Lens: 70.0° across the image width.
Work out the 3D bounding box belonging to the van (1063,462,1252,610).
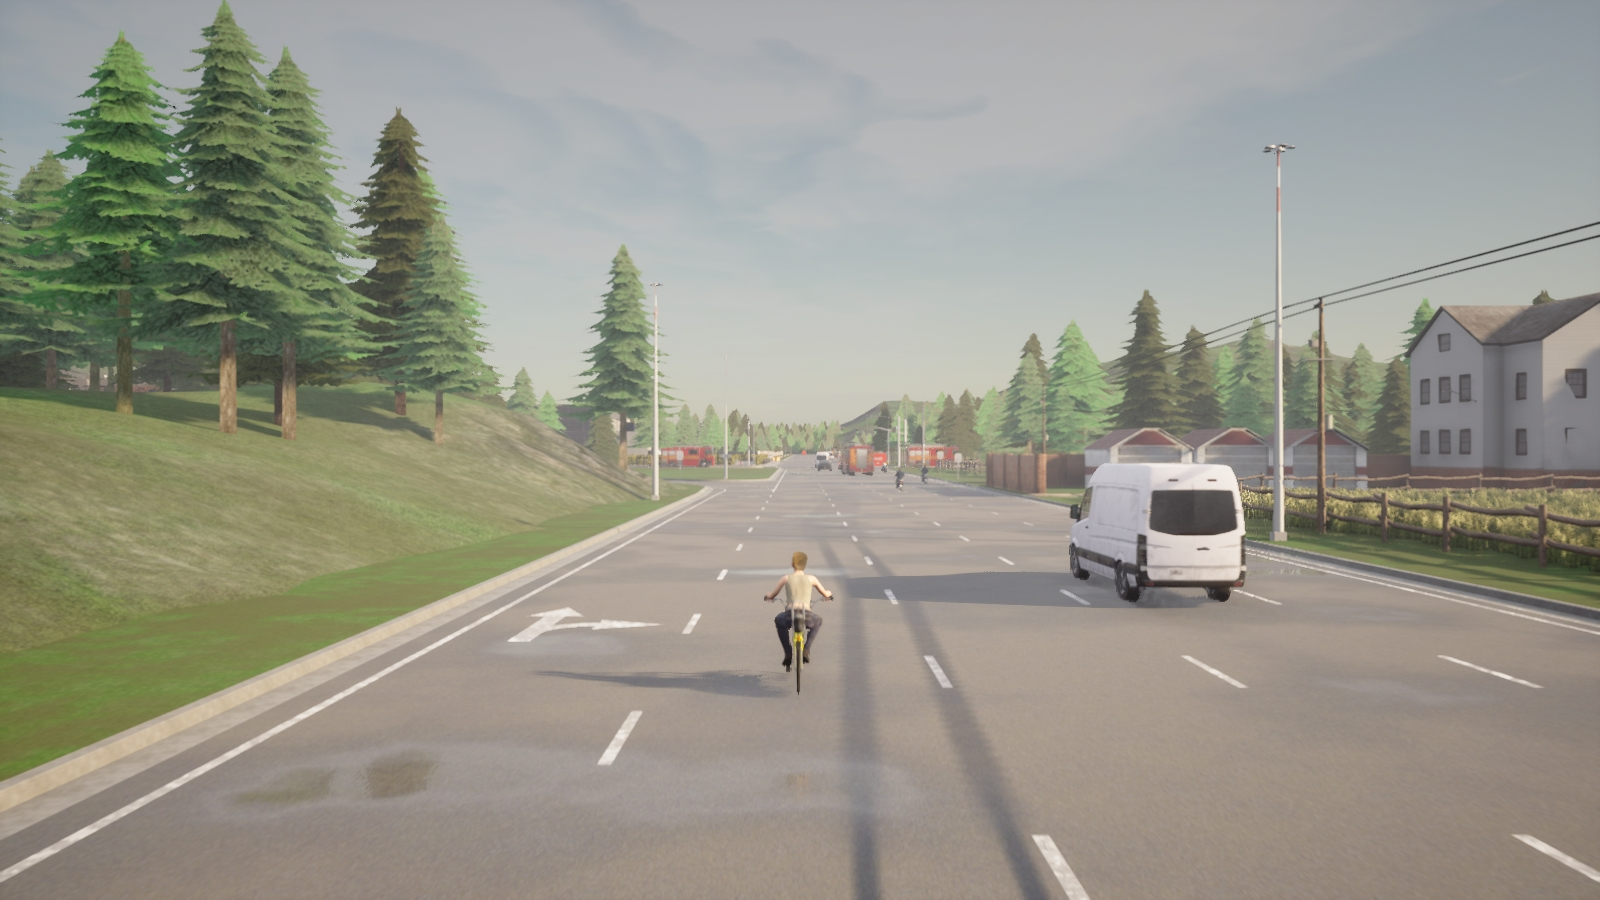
[{"bbox_3d":[7.004,1.548,23.190,1.988,2.561,5.915,0,0,0],"label":"van"}]

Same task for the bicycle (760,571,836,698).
[{"bbox_3d":[-0.015,2.166,13.675,0.859,1.276,1.487,0,0,0],"label":"bicycle"}]
